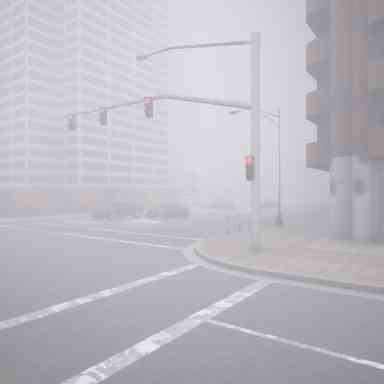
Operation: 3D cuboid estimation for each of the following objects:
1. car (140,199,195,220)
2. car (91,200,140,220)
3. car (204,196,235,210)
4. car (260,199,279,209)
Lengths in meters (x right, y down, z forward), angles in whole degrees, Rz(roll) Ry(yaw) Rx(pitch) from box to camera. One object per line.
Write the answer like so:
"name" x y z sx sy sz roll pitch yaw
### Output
"car" -2.003 1.563 28.129 1.994 1.385 4.181 0 0 35
"car" -6.242 1.504 28.188 1.837 1.490 4.892 0 0 35
"car" 3.799 1.564 42.404 1.994 1.385 4.181 0 0 36
"car" 10.186 1.600 45.308 1.895 1.301 4.718 0 0 35
